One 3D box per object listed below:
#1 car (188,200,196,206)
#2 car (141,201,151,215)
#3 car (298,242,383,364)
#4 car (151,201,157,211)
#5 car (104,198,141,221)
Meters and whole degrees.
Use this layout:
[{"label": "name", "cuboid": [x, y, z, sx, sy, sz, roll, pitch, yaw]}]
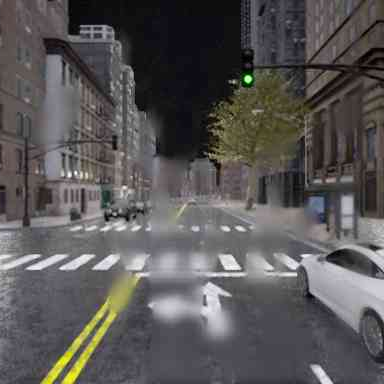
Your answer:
[{"label": "car", "cuboid": [0.003, 2.349, 71.452, 1.895, 1.301, 4.718, 0, 0, 0]}, {"label": "car", "cuboid": [-6.600, 1.965, 41.320, 1.882, 1.535, 5.008, 0, -1, 0]}, {"label": "car", "cuboid": [3.348, 1.599, 5.816, 1.812, 1.442, 4.674, 0, 0, 0]}, {"label": "car", "cuboid": [-6.591, 2.081, 51.638, 2.128, 1.511, 4.902, 0, -1, 0]}, {"label": "car", "cuboid": [-6.571, 1.598, 31.213, 2.150, 2.045, 5.566, 0, -1, 1]}]
